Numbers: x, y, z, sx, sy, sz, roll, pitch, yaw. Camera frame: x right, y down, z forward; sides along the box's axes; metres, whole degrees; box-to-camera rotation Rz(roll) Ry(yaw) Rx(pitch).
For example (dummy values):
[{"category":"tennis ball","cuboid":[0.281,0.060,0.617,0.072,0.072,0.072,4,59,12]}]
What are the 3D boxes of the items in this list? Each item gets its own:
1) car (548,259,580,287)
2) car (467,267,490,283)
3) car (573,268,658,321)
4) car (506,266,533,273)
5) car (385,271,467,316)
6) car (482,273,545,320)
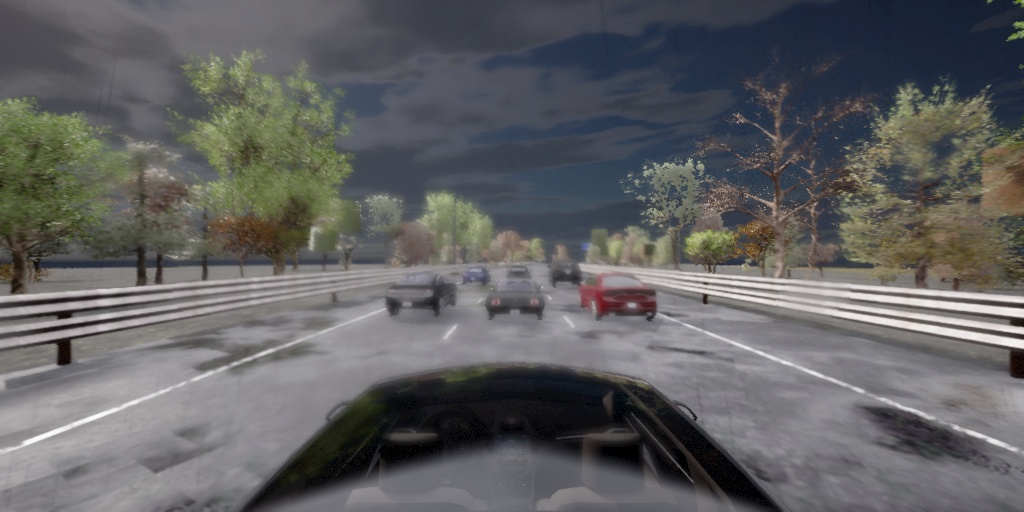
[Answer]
[{"category":"car","cuboid":[4.038,1.271,27.644,2.150,2.045,5.566,0,0,3]},{"category":"car","cuboid":[-2.875,1.597,29.605,1.812,1.442,4.674,0,0,3]},{"category":"car","cuboid":[3.659,1.359,13.190,1.882,1.535,5.008,0,-1,1]},{"category":"car","cuboid":[0.597,1.568,28.875,1.837,1.490,4.892,0,0,3]},{"category":"car","cuboid":[-3.321,1.380,14.004,2.128,1.511,4.902,0,-1,2]},{"category":"car","cuboid":[0.161,1.483,13.354,1.895,1.301,4.718,0,-1,2]}]
